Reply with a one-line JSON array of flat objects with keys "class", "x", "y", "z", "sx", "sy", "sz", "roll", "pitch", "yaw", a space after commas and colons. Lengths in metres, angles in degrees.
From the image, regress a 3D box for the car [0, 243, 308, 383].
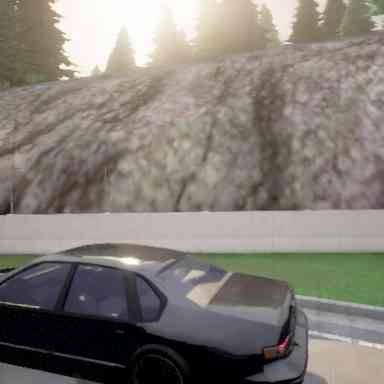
[{"class": "car", "x": -1.292, "y": 1.443, "z": 4.438, "sx": 5.357, "sy": 1.411, "sz": 2.033, "roll": -1, "pitch": 1, "yaw": 19}]
